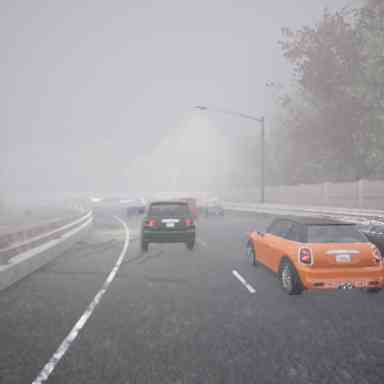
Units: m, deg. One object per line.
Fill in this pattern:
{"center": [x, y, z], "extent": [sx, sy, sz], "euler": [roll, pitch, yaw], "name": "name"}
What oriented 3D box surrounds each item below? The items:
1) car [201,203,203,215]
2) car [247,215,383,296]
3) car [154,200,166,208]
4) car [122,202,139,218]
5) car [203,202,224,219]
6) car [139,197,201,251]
{"center": [-1.081, 1.489, 30.246], "extent": [2.150, 2.045, 5.566], "euler": [0, -1, -16], "name": "car"}
{"center": [2.986, 1.430, 9.104], "extent": [2.097, 1.767, 4.553], "euler": [0, 0, -5], "name": "car"}
{"center": [-5.869, 2.102, 60.674], "extent": [1.994, 1.385, 4.181], "euler": [0, 0, -8], "name": "car"}
{"center": [-5.951, 1.782, 33.954], "extent": [1.882, 1.535, 5.008], "euler": [0, -1, -18], "name": "car"}
{"center": [1.634, 1.782, 33.196], "extent": [2.128, 1.511, 4.902], "euler": [0, -1, -16], "name": "car"}
{"center": [-1.226, 1.356, 15.120], "extent": [2.150, 2.045, 5.566], "euler": [0, -1, -9], "name": "car"}
